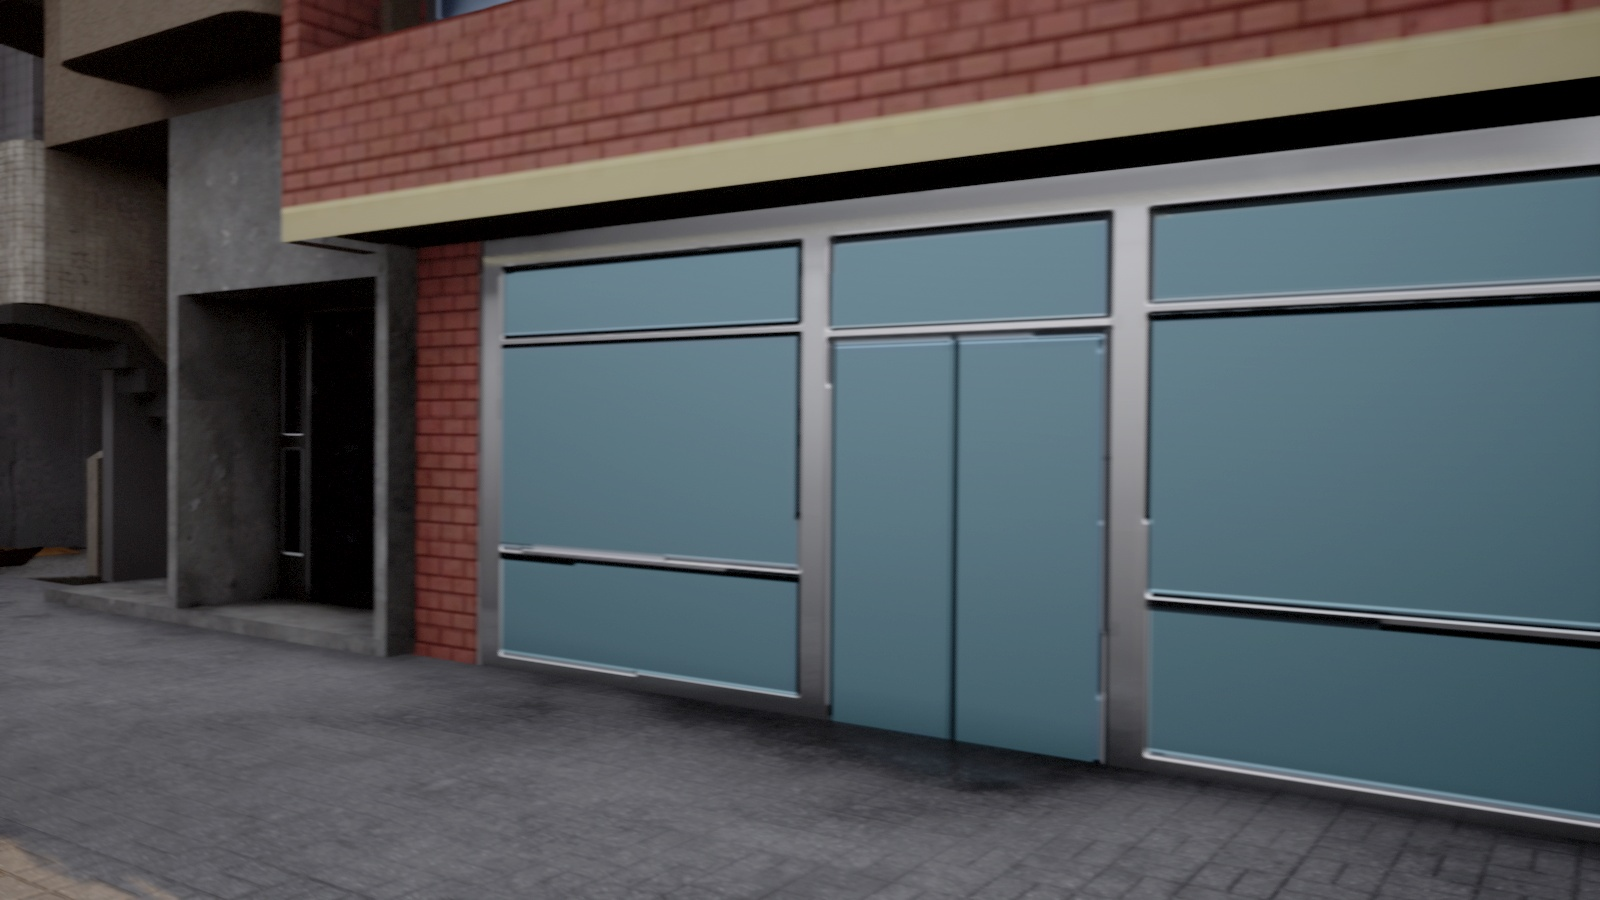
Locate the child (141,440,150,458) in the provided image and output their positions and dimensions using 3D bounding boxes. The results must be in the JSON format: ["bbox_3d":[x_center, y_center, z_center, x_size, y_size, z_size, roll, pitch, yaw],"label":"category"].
[{"bbox_3d":[-45.157,-0.052,86.656,0.270,1.263,0.437,0,1,33],"label":"child"}]
